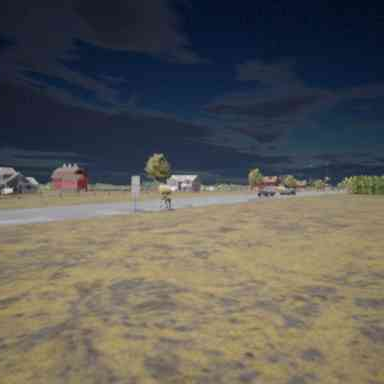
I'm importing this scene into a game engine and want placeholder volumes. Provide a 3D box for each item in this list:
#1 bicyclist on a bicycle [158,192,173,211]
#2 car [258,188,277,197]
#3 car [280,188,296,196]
[{"bbox_3d":[-2.338,0.843,29.341,1.656,1.620,0.582,0,1,36],"label":"bicyclist on a bicycle"},{"bbox_3d":[13.062,0.103,57.605,1.837,1.490,4.892,2,2,35],"label":"car"},{"bbox_3d":[19.081,-0.031,66.037,2.033,1.411,5.357,2,2,35],"label":"car"}]
